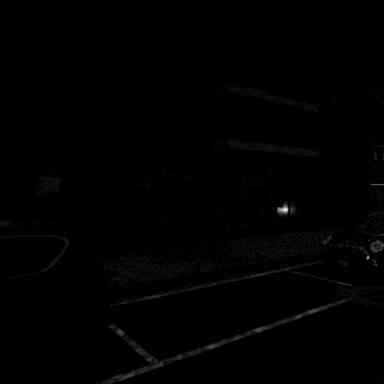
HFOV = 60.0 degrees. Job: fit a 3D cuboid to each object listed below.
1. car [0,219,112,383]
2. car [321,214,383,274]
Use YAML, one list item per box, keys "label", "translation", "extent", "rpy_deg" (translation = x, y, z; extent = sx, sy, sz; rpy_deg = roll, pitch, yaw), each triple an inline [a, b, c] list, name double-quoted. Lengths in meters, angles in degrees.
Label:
- label: "car"
  translation: [-3.421, 1.314, 3.748]
  extent: [5.009, 1.841, 2.192]
  rpy_deg: [0, 0, -36]
- label: "car"
  translation: [5.830, 1.446, 10.348]
  extent: [4.097, 1.590, 1.967]
  rpy_deg: [0, 0, -36]
